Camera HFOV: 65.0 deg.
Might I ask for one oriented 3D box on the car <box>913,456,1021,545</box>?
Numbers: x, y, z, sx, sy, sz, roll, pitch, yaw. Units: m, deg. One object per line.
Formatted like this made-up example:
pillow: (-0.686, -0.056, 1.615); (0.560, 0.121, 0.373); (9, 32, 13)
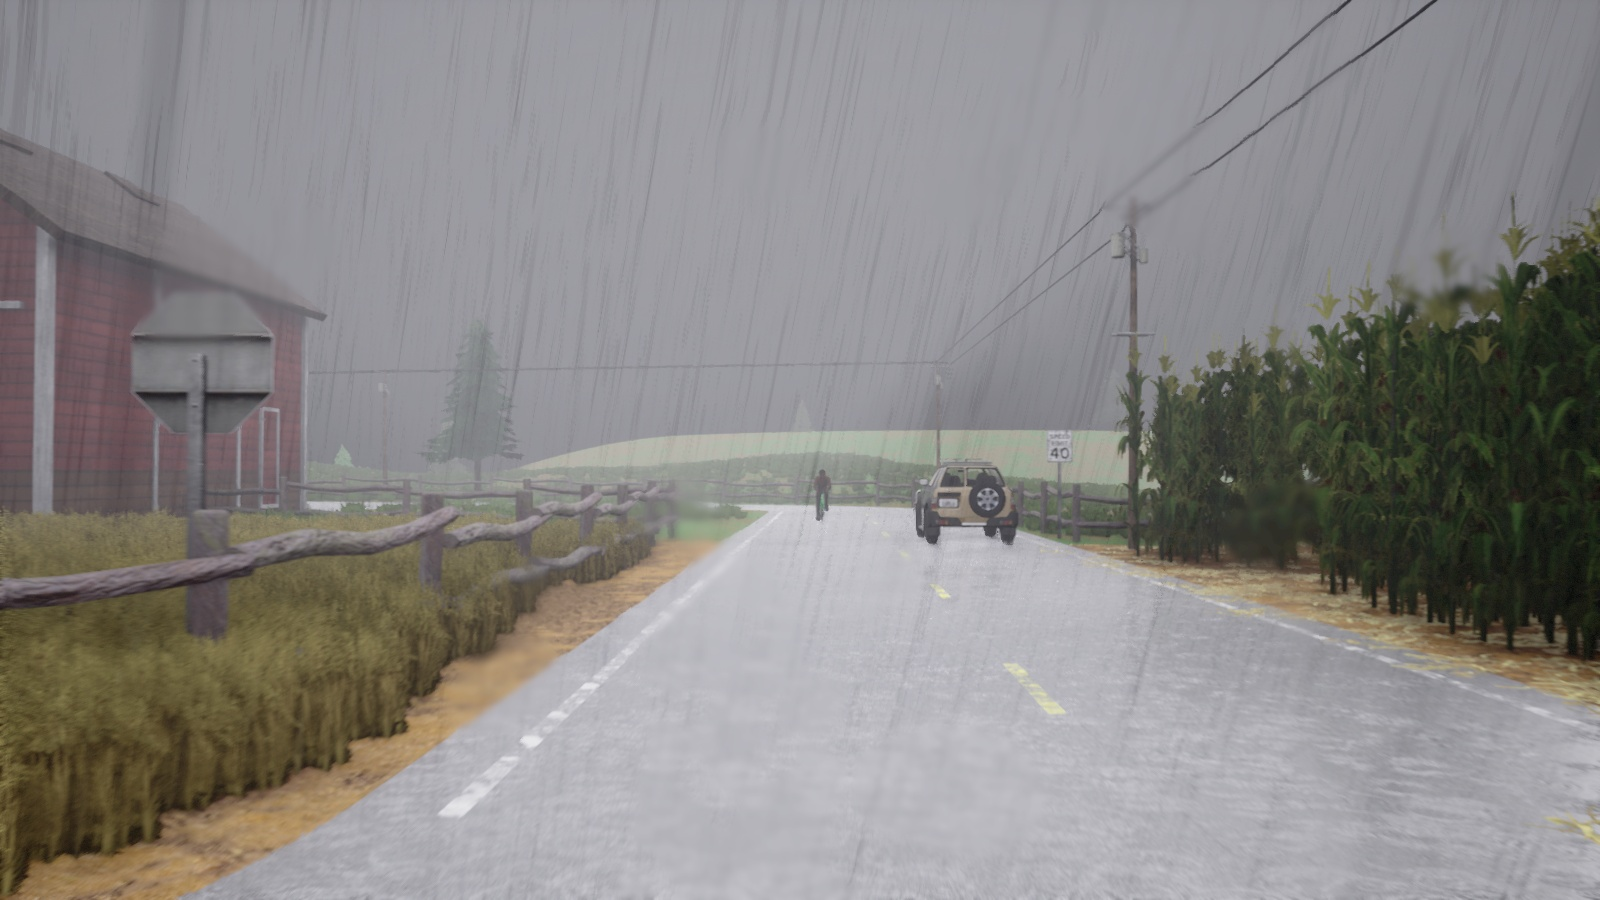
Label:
car: (3.715, 1.103, 28.700); (1.932, 1.855, 4.605); (0, -1, 1)
